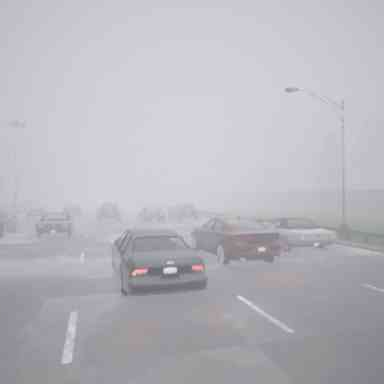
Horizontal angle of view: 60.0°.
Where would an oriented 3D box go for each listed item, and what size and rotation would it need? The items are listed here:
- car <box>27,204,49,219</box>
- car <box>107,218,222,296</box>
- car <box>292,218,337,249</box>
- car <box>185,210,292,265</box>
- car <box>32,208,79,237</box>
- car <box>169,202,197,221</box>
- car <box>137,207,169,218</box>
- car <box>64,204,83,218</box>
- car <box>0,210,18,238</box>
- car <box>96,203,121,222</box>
[{"bbox_3d":[-16.574,2.058,35.988,1.812,1.442,4.674,0,-1,-17],"label":"car"},{"bbox_3d":[-1.168,1.682,9.174,2.033,1.411,5.357,0,-1,-17],"label":"car"},{"bbox_3d":[4.293,1.819,15.306,1.895,1.301,4.718,0,-1,-17],"label":"car"},{"bbox_3d":[1.442,1.660,12.643,1.882,1.535,5.008,0,-1,-17],"label":"car"},{"bbox_3d":[-8.145,1.899,20.171,1.895,1.301,4.718,0,-1,-17],"label":"car"},{"bbox_3d":[-0.923,1.822,32.601,2.097,1.767,4.553,0,-1,-17],"label":"car"},{"bbox_3d":[-3.760,2.034,29.885,1.895,1.301,4.718,0,-1,-17],"label":"car"},{"bbox_3d":[-13.234,2.022,37.044,1.882,1.535,5.008,0,-1,-17],"label":"car"},{"bbox_3d":[-11.532,1.796,19.340,1.837,1.490,4.892,0,0,-17],"label":"car"},{"bbox_3d":[-8.037,1.819,31.946,2.097,1.767,4.553,0,-1,-17],"label":"car"}]
